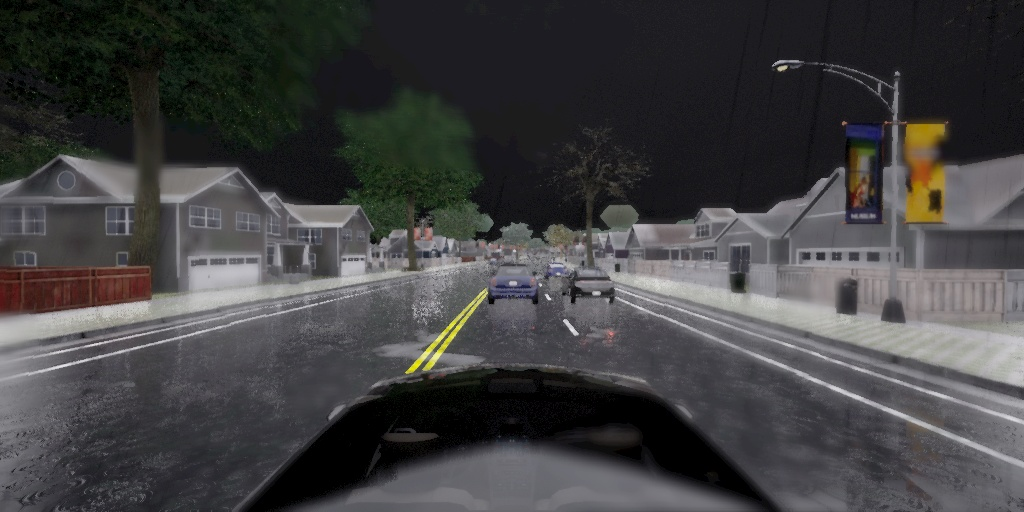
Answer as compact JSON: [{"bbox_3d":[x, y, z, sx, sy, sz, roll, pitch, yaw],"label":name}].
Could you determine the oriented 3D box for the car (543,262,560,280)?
[{"bbox_3d":[3.833,1.269,31.295,1.812,1.442,4.674,0,0,2],"label":"car"}]

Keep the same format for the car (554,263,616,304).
[{"bbox_3d":[3.342,1.241,16.406,2.128,1.511,4.902,0,0,1],"label":"car"}]

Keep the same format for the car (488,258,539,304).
[{"bbox_3d":[0.092,1.111,16.439,2.097,1.767,4.553,0,0,1],"label":"car"}]
